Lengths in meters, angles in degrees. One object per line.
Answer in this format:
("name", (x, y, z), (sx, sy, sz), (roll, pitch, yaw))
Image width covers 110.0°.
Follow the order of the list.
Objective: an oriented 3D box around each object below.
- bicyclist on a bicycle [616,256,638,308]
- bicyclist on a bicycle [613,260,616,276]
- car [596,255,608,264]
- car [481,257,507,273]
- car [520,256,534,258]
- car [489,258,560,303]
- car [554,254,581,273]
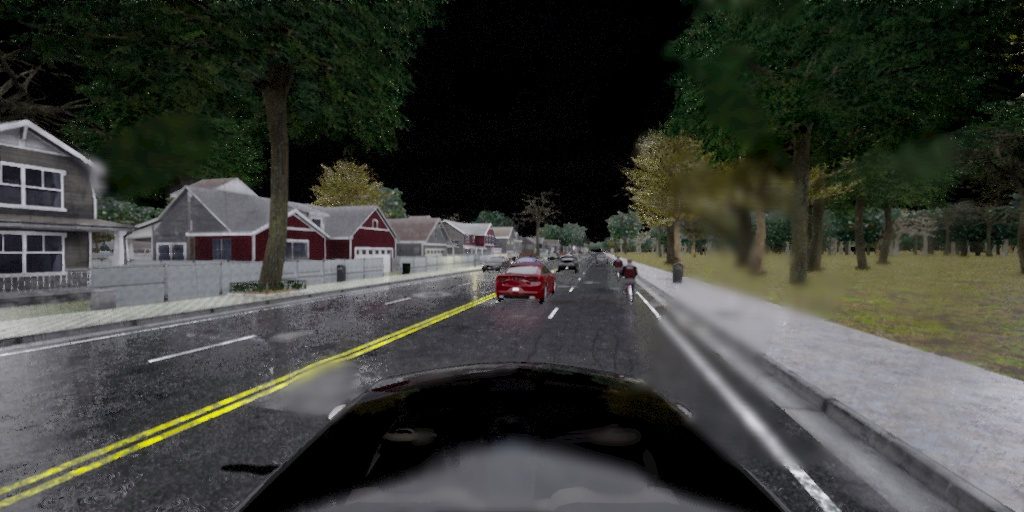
("bicyclist on a bicycle", (4.346, 0.965, 13.299), (0.659, 1.776, 1.843), (0, 1, 14))
("bicyclist on a bicycle", (6.511, 0.848, 22.036), (0.659, 1.776, 1.843), (0, 1, 14))
("car", (14.662, 0.501, 58.257), (2.128, 1.511, 4.902), (0, 1, 14))
("car", (-1.448, 0.816, 34.594), (1.837, 1.490, 4.892), (0, 1, 14))
("car", (1.306, 0.821, 32.193), (1.882, 1.535, 5.008), (0, 1, 14))
("car", (0.740, 1.040, 15.566), (1.882, 1.535, 5.008), (0, 1, 14))
("car", (5.651, 0.808, 35.390), (1.837, 1.490, 4.892), (0, 1, 14))
